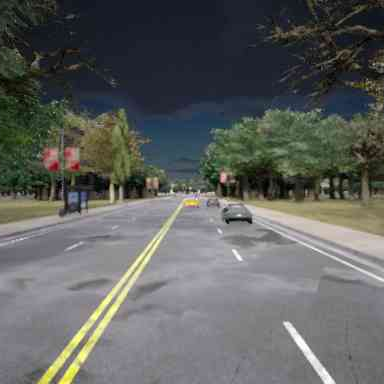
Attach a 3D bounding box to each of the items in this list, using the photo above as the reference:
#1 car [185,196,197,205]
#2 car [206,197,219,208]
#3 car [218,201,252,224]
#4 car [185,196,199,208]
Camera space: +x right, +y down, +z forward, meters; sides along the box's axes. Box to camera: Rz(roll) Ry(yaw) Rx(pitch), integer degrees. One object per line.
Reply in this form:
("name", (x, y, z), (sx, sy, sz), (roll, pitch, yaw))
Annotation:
("car", (-0.197, 1.484, 58.716), (2.128, 1.511, 4.902), (0, 0, 0))
("car", (3.117, 1.490, 49.486), (2.128, 1.511, 4.902), (0, 0, 0))
("car", (3.275, 1.570, 24.968), (1.994, 1.385, 4.181), (0, 0, 0))
("car", (-0.030, 1.476, 47.721), (1.882, 1.535, 5.008), (0, 0, 0))
